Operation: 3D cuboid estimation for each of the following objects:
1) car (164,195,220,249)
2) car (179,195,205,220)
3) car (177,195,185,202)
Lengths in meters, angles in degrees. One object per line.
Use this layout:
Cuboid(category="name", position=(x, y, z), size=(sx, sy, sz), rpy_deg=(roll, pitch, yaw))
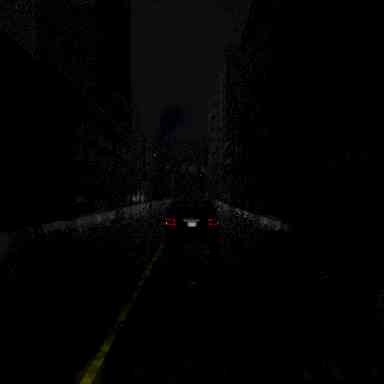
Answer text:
Cuboid(category="car", position=(0.000, 1.262, 14.681), size=(2.150, 2.045, 5.566), rpy_deg=(0, 0, 0))
Cuboid(category="car", position=(0.000, 1.273, 29.682), size=(2.150, 2.045, 5.566), rpy_deg=(0, 0, 0))
Cuboid(category="car", position=(-2.500, 1.531, 76.732), size=(1.837, 1.490, 4.892), rpy_deg=(0, 0, 0))
